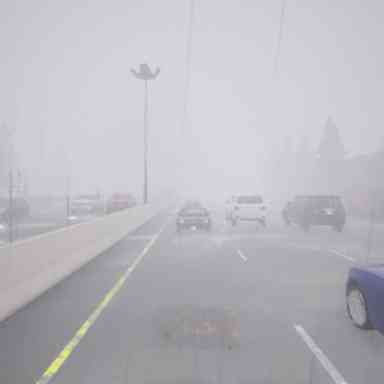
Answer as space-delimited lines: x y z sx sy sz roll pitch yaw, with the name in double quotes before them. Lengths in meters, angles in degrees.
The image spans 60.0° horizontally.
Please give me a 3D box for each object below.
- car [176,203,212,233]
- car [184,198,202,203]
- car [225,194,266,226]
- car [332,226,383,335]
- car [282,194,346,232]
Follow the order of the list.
"car" 0.090 1.533 19.263 1.895 1.301 4.718 0 0 0
"car" 0.074 1.395 36.891 1.812 1.442 4.674 0 0 0
"car" 3.590 1.140 22.949 2.150 2.045 5.566 0 0 0
"car" 3.598 1.464 3.790 1.882 1.535 5.008 0 0 0
"car" 7.090 1.151 19.845 2.150 2.045 5.566 0 0 0
